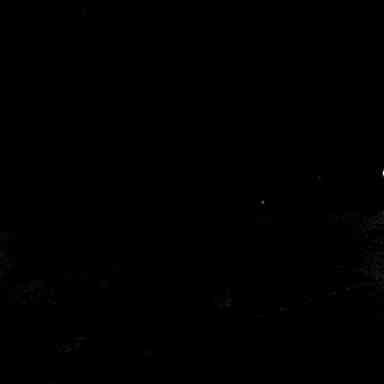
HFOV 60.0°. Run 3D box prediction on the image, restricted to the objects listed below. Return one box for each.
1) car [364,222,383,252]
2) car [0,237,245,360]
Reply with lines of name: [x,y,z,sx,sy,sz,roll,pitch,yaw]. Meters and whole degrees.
car: [8.182,1.528,12.491,4.403,1.369,2.008,0,0,-36]
car: [-0.949,1.561,5.972,4.313,1.339,1.947,0,0,-36]
